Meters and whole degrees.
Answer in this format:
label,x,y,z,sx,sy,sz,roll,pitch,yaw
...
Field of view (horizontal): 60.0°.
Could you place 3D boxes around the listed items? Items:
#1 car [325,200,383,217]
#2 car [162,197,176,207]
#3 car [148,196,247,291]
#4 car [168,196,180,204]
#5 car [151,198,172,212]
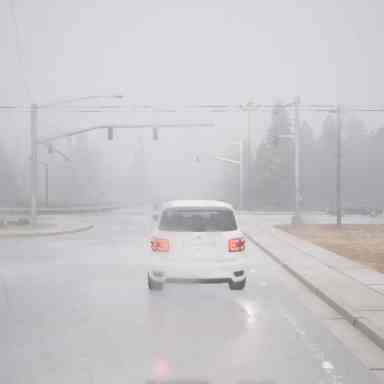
label,x,y,z,sx,sy,sz,roll,pitch,yaw
car,14.882,1.518,30.593,4.902,1.511,2.128,0,0,1
car,-3.603,1.564,53.084,1.994,1.385,4.181,0,0,0
car,0.062,1.218,9.178,2.150,2.045,5.566,0,0,-2
car,-3.487,1.564,64.990,1.994,1.385,4.181,0,0,1
car,-3.615,1.491,40.623,2.128,1.511,4.902,0,0,0
